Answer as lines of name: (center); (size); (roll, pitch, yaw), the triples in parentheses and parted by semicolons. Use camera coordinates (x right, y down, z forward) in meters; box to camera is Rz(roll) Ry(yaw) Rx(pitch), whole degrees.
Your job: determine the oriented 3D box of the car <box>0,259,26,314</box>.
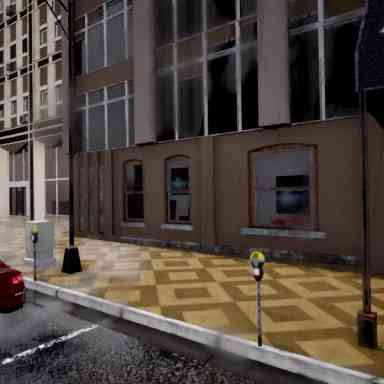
car: (-4.784, 1.584, 6.300); (4.206, 1.307, 1.802); (0, -1, 36)
